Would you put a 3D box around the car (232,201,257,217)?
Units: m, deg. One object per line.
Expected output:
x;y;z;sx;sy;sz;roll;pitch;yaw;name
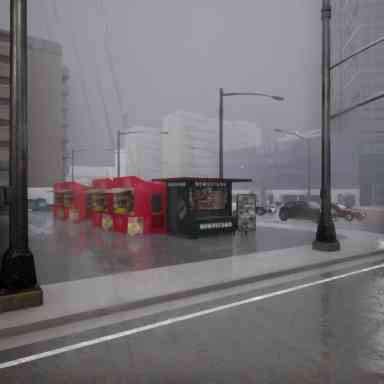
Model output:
3.942;1.739;33.685;1.812;1.442;4.674;0;-1;-35;car

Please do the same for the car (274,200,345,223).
9.192;1.459;26.440;2.097;1.767;4.553;0;-1;-36;car

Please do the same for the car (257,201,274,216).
6.804;1.704;35.722;2.128;1.511;4.902;0;-1;-36;car

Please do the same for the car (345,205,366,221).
12.232;1.632;28.209;1.812;1.442;4.674;0;-1;-36;car
